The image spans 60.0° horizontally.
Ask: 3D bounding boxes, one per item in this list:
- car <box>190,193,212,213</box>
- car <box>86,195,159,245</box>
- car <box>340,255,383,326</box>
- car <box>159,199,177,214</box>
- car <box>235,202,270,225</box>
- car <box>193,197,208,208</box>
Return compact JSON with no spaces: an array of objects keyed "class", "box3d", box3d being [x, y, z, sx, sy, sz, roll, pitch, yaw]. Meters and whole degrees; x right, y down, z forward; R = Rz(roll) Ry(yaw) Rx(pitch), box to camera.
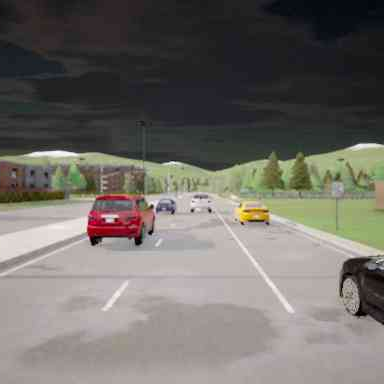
[{"class":"car","box3d":[0.972,1.109,35.800,2.150,2.045,5.566,0,0,1]},{"class":"car","box3d":[-3.055,1.167,15.319,2.150,2.045,5.566,0,0,1]},{"class":"car","box3d":[3.735,1.483,4.493,2.128,1.511,4.902,0,0,1]},{"class":"car","box3d":[-2.590,1.413,33.841,1.812,1.442,4.674,0,0,1]},{"class":"car","box3d":[4.156,1.409,23.480,1.882,1.535,5.008,0,0,1]},{"class":"car","box3d":[1.172,1.415,47.085,1.994,1.385,4.181,0,0,2]}]
